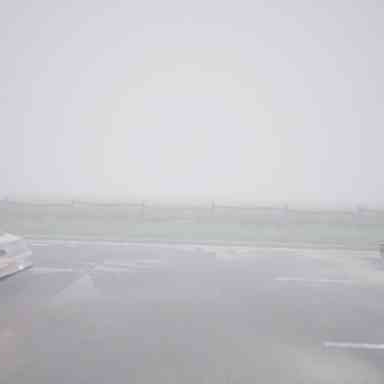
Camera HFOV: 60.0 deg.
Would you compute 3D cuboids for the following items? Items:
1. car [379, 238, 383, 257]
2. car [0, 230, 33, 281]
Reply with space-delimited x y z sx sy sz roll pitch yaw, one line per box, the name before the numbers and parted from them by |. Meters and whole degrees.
car | 8.278 1.564 9.867 4.892 1.490 1.837 2 1 3
car | -5.908 1.288 7.182 4.674 1.442 1.812 1 1 3
